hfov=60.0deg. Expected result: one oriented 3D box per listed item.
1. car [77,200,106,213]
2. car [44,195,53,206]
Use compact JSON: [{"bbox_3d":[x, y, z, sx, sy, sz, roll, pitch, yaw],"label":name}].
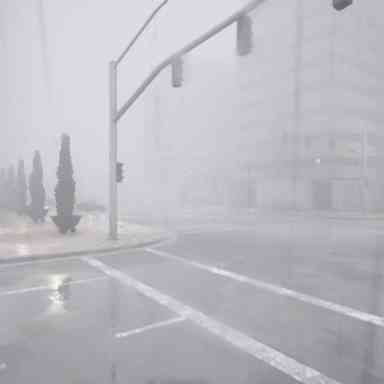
[{"bbox_3d":[-11.032,1.589,36.425,1.895,1.301,4.718,0,0,-35],"label":"car"},{"bbox_3d":[-23.272,1.589,54.110,1.895,1.301,4.718,0,0,-35],"label":"car"}]
